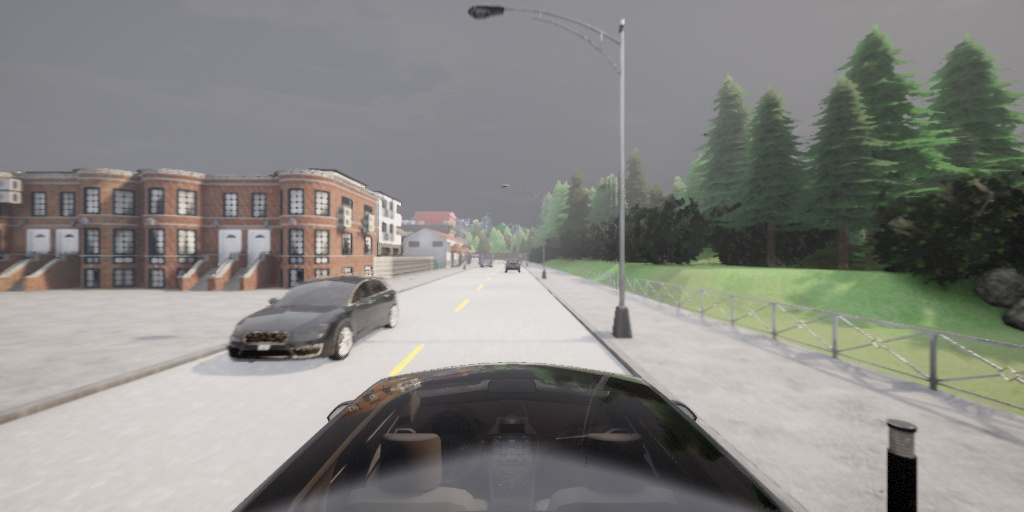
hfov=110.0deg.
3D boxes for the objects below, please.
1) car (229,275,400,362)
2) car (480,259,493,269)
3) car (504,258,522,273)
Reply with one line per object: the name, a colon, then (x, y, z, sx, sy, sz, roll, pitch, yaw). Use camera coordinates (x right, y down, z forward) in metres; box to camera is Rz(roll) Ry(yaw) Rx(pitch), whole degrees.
car: (-4.101, 1.251, 8.353, 1.837, 1.490, 4.892, 0, 0, 0)
car: (-4.050, 1.212, 56.901, 2.128, 1.511, 4.902, 0, 0, 1)
car: (0.098, 1.230, 43.168, 1.837, 1.490, 4.892, 0, -1, 0)
